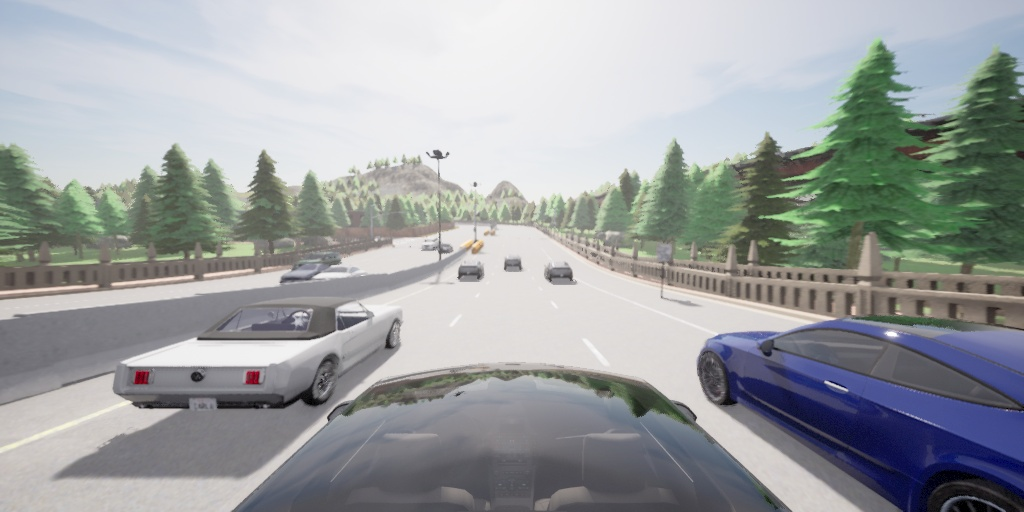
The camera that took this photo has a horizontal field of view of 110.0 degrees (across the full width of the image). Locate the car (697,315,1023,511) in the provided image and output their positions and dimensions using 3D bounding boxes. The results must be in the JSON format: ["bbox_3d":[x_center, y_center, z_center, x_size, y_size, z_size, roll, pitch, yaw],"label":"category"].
[{"bbox_3d":[3.599,1.278,3.293,1.812,1.442,4.674,0,0,0],"label":"car"}]

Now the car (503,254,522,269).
[{"bbox_3d":[0.088,0.521,39.237,2.128,1.511,4.902,0,4,0],"label":"car"}]

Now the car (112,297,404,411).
[{"bbox_3d":[-3.402,1.356,6.179,1.895,1.301,4.718,0,0,0],"label":"car"}]

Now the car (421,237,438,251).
[{"bbox_3d":[-13.974,-2.091,61.240,2.150,2.045,5.566,0,8,0],"label":"car"}]

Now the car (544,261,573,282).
[{"bbox_3d":[3.591,1.120,28.220,2.128,1.511,4.902,0,2,0],"label":"car"}]

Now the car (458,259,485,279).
[{"bbox_3d":[-3.410,1.035,30.490,2.128,1.511,4.902,0,2,0],"label":"car"}]

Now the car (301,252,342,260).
[{"bbox_3d":[-17.603,0.660,32.801,2.150,2.045,5.566,0,3,0],"label":"car"}]

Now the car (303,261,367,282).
[{"bbox_3d":[-10.604,1.278,22.359,1.812,1.442,4.674,0,1,0],"label":"car"}]

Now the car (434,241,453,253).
[{"bbox_3d":[-10.515,-1.287,56.774,1.837,1.490,4.892,0,8,1],"label":"car"}]

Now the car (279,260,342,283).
[{"bbox_3d":[-14.105,1.245,25.615,2.033,1.411,5.357,0,1,0],"label":"car"}]
